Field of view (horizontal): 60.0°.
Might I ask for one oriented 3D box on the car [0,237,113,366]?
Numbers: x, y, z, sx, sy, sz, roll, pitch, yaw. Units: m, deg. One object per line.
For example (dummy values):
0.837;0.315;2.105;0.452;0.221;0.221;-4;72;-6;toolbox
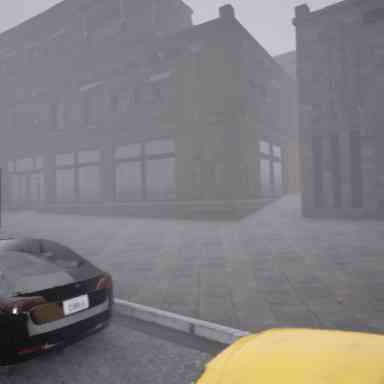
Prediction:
-3.436;1.540;5.718;4.792;1.488;2.163;0;0;35;car
